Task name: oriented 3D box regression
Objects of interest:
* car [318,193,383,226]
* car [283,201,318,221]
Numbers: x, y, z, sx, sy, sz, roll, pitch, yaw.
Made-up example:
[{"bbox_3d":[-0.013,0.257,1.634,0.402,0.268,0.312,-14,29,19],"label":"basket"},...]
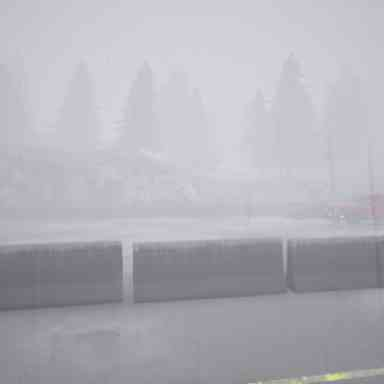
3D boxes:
[{"bbox_3d":[11.621,1.074,21.965,5.566,2.045,2.150,-1,0,-11],"label":"car"},{"bbox_3d":[9.217,1.380,25.080,4.674,1.442,1.812,0,0,-10],"label":"car"}]
